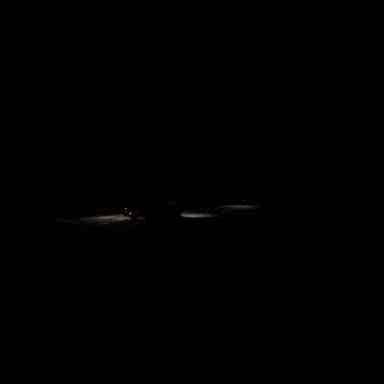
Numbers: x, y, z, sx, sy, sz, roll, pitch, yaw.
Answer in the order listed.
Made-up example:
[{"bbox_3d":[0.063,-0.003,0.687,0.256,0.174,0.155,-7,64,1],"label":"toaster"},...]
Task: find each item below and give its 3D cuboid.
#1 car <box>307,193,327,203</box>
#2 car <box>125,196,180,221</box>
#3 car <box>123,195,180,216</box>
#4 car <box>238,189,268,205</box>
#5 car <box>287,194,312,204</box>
[{"bbox_3d":[21.567,0.971,57.227,1.882,1.535,5.008,1,0,36],"label":"car"},{"bbox_3d":[-2.777,1.218,24.193,1.812,1.442,4.674,1,1,36],"label":"car"},{"bbox_3d":[-3.369,1.090,28.609,1.882,1.535,5.008,1,1,36],"label":"car"},{"bbox_3d":[8.269,0.652,44.376,2.150,2.045,5.566,1,1,37],"label":"car"},{"bbox_3d":[15.667,1.035,49.129,1.994,1.385,4.181,1,1,37],"label":"car"}]
